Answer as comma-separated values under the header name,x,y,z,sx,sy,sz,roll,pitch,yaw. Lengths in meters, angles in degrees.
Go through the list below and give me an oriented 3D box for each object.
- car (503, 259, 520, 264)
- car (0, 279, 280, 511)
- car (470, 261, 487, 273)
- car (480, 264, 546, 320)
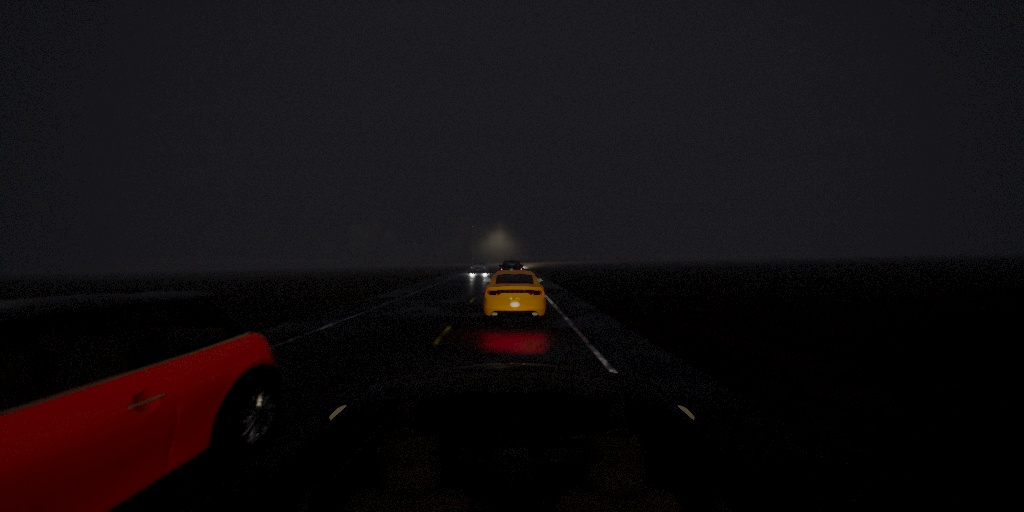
name,x,y,z,sx,sy,sz,roll,pitch,yaw
car,-0.056,1.114,30.794,2.097,1.767,4.553,0,0,-1
car,-3.604,1.102,2.029,2.097,1.767,4.553,0,0,0
car,-3.895,1.300,42.916,1.812,1.442,4.674,0,0,-1
car,0.074,1.230,12.676,1.882,1.535,5.008,0,0,0
